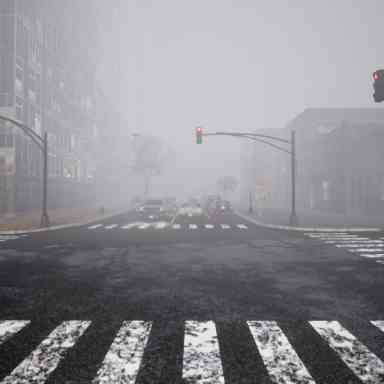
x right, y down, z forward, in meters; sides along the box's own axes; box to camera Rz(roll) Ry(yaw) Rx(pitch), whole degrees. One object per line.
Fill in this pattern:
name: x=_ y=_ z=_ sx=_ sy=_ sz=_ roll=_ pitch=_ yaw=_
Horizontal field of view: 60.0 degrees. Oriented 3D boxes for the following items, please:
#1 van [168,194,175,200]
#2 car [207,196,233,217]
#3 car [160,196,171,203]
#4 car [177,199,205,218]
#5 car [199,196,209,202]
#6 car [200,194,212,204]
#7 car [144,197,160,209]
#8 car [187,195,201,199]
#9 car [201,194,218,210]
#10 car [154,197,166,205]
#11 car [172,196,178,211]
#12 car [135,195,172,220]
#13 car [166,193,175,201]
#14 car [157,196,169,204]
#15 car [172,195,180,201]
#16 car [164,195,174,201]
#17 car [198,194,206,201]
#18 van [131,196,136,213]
van: x=-5.647 y=1.347 z=93.381 sx=1.690 sy=1.788 sz=3.998 roll=1 pitch=0 yaw=0
car: x=2.713 y=1.444 z=31.003 sx=1.967 sy=1.590 sz=4.097 roll=1 pitch=0 yaw=0
car: x=-5.658 y=1.572 z=70.685 sx=1.947 sy=1.339 sz=4.313 roll=1 pitch=0 yaw=0
car: x=-0.028 y=1.605 z=29.835 sx=1.895 sy=1.301 sz=4.718 roll=0 pitch=0 yaw=2
car: x=2.724 y=1.572 z=76.396 sx=1.947 sy=1.339 sz=4.313 roll=1 pitch=0 yaw=0
car: x=2.725 y=1.321 z=65.048 sx=2.192 sy=1.841 sz=5.009 roll=1 pitch=0 yaw=0
car: x=-5.663 y=1.530 z=47.819 sx=1.752 sy=1.417 sz=4.829 roll=1 pitch=0 yaw=0
car: x=0.101 y=1.531 z=57.755 sx=1.812 sy=1.442 sz=4.674 roll=0 pitch=0 yaw=0
car: x=2.719 y=1.320 z=42.351 sx=2.192 sy=1.841 sz=5.009 roll=1 pitch=0 yaw=0
car: x=-5.661 y=1.587 z=59.337 sx=1.802 sy=1.307 sz=4.206 roll=1 pitch=0 yaw=0
car: x=-3.090 y=1.552 z=37.622 sx=2.033 sy=1.411 sz=5.357 roll=0 pitch=0 yaw=0
car: x=-3.125 y=1.356 z=28.149 sx=2.097 sy=1.767 sz=4.553 roll=0 pitch=0 yaw=1
car: x=-5.648 y=1.321 z=87.707 sx=2.192 sy=1.841 sz=5.009 roll=1 pitch=0 yaw=0
car: x=-5.659 y=1.572 z=65.011 sx=1.947 sy=1.339 sz=4.313 roll=1 pitch=0 yaw=0
car: x=-3.082 y=1.531 z=47.642 sx=1.812 sy=1.442 sz=4.674 roll=0 pitch=0 yaw=0
car: x=-5.654 y=1.557 z=82.033 sx=2.008 sy=1.369 sz=4.403 roll=1 pitch=0 yaw=0
car: x=2.729 y=1.446 z=87.743 sx=1.967 sy=1.590 sz=4.097 roll=1 pitch=0 yaw=0
van: x=-5.663 y=1.346 z=36.641 sx=1.690 sy=1.788 sz=3.998 roll=1 pitch=0 yaw=0
